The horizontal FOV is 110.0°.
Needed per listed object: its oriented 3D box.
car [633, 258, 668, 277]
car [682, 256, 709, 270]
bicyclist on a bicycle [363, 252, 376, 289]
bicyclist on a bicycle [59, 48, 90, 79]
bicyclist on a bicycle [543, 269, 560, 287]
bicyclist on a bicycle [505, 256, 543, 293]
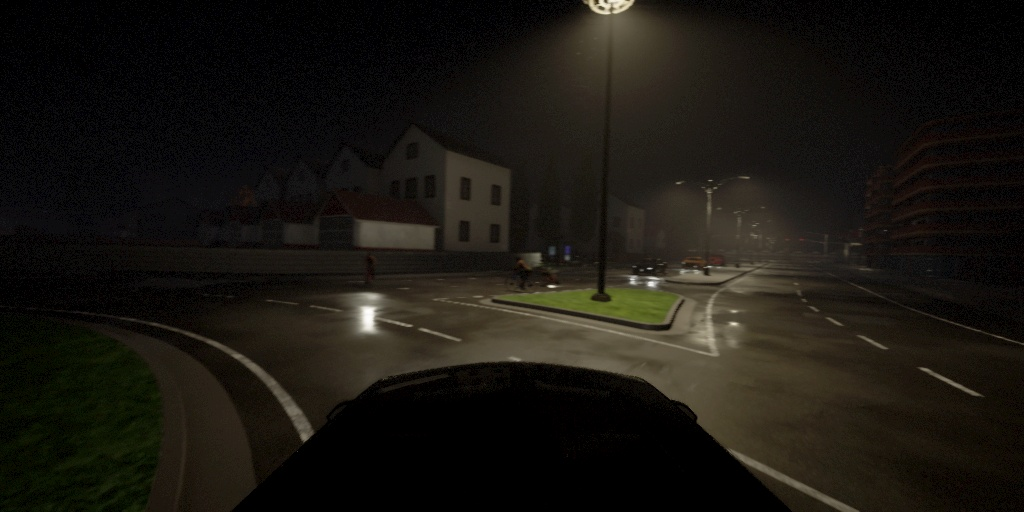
[{"bbox_3d":[11.993,0.909,30.940,1.837,1.490,4.892,3,1,38],"label":"car"},{"bbox_3d":[22.923,0.854,45.155,1.882,1.535,5.008,3,2,38],"label":"car"},{"bbox_3d":[-6.570,0.648,16.562,0.582,1.620,1.656,2,2,-9],"label":"bicyclist on a bicycle"},{"bbox_3d":[-26.410,-11.727,21.841,1.656,1.620,0.582,0,37,9],"label":"bicyclist on a bicycle"},{"bbox_3d":[1.798,1.086,19.061,1.620,1.656,0.582,17,45,28],"label":"bicyclist on a bicycle"},{"bbox_3d":[0.404,0.853,16.267,1.656,1.620,0.582,2,2,30],"label":"bicyclist on a bicycle"}]
